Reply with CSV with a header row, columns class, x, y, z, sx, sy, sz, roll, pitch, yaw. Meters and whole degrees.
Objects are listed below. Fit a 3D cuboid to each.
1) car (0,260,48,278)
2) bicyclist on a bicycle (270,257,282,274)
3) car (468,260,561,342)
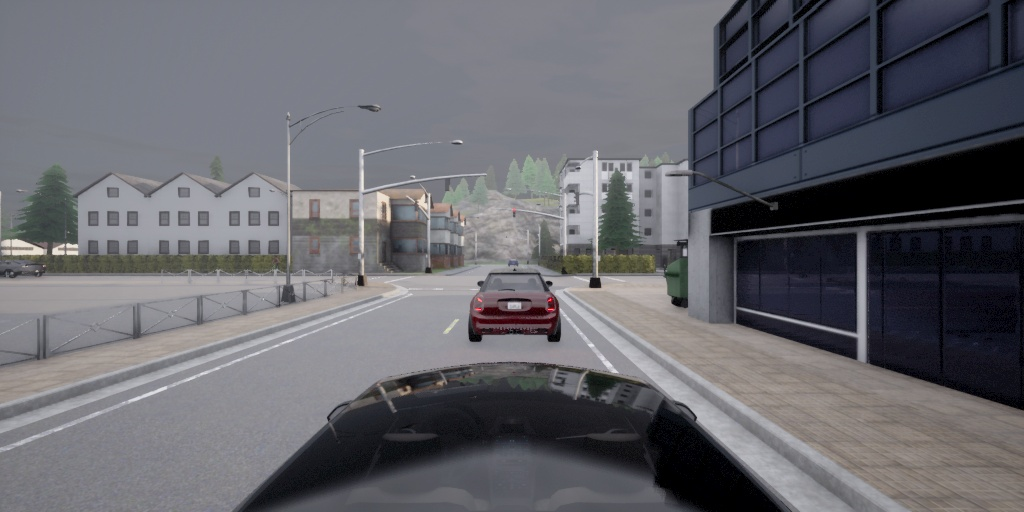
class,x,y,z,sx,sy,sz,roll,pitch,yaw
car,-42.115,1.065,30.001,4.902,1.511,2.128,0,0,0
bicyclist on a bicycle,-22.226,0.874,33.761,0.582,1.620,1.656,0,0,0
car,0.081,1.102,9.928,2.097,1.767,4.553,0,0,1
